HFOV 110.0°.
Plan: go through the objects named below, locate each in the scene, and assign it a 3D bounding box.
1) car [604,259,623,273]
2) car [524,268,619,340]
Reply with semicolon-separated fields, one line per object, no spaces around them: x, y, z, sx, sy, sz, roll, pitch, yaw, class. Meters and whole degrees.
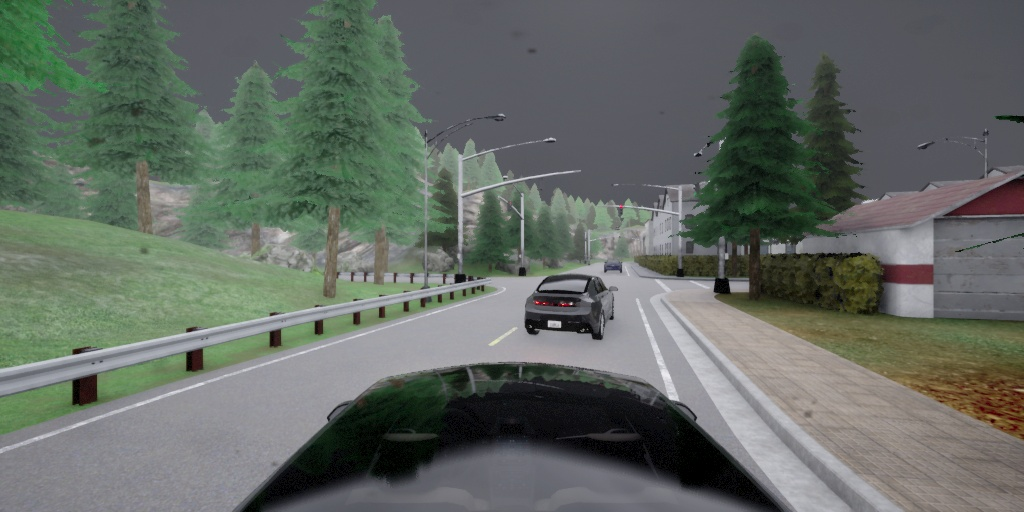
12.451;1.102;44.042;2.097;1.767;4.553;0;0;17;car
1.800;1.255;10.152;1.837;1.490;4.892;0;0;21;car
